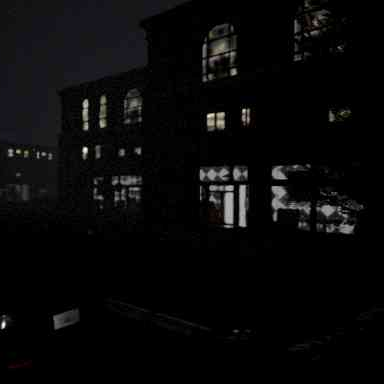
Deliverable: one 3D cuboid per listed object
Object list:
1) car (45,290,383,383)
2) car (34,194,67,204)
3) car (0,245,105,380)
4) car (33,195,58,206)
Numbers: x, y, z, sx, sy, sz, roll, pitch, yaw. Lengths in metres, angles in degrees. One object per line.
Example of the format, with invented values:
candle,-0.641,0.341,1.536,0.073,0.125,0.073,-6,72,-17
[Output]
car,1.344,1.552,1.916,4.403,1.369,2.008,1,0,35
car,-23.204,1.105,54.740,1.752,1.417,4.829,0,0,35
car,-3.166,1.504,5.132,4.313,1.339,1.947,1,0,35
car,-19.381,1.196,45.512,1.887,1.381,4.507,0,0,35
